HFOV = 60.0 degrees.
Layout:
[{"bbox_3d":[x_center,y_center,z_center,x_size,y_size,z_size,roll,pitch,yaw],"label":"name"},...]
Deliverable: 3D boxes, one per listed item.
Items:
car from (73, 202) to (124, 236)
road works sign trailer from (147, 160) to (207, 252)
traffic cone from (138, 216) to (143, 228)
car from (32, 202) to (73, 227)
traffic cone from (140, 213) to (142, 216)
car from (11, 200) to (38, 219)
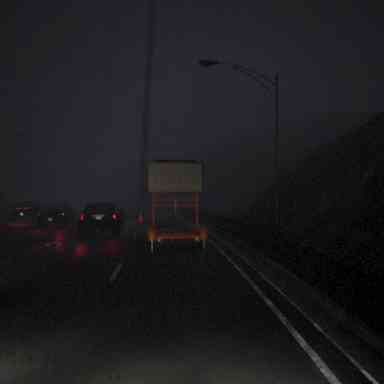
[{"bbox_3d":[-4.979,1.338,18.721,2.097,1.767,4.553,0,0,-8],"label":"car"},{"bbox_3d":[-0.716,0.454,14.066,2.380,3.560,2.880,0,0,-8],"label":"road works sign trailer"},{"bbox_3d":[-3.217,1.940,20.773,0.340,0.580,0.340,0,0,-8],"label":"traffic cone"},{"bbox_3d":[-9.223,1.509,22.873,1.812,1.442,4.674,0,0,-10],"label":"car"},{"bbox_3d":[-3.511,1.939,22.751,0.340,0.580,0.340,0,0,-8],"label":"traffic cone"},{"bbox_3d":[-14.043,1.483,28.686,1.837,1.490,4.892,0,0,-13],"label":"car"}]
